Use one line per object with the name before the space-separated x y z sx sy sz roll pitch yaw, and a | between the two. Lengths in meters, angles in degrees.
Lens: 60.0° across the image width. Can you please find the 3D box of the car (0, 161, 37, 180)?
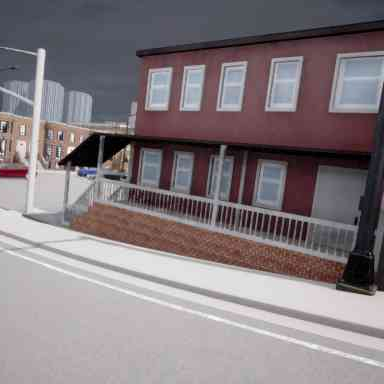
car | -17.391 -2.065 31.672 1.882 1.535 5.008 10 6 35

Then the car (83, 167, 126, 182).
car | -10.402 -2.047 41.373 2.128 1.511 4.902 10 6 35

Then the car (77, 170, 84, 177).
car | -12.785 -2.576 43.979 1.882 1.535 5.008 10 6 35
